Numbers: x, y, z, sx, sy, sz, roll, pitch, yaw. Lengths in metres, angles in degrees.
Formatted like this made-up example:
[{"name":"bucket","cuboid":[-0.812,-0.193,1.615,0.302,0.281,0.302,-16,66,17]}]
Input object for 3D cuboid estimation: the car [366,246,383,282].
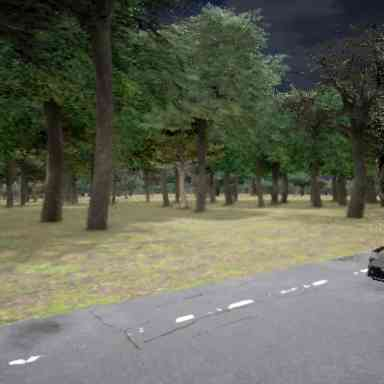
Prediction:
[{"name":"car","cuboid":[6.313,1.589,8.498,4.181,1.385,1.994,0,0,-36]}]
